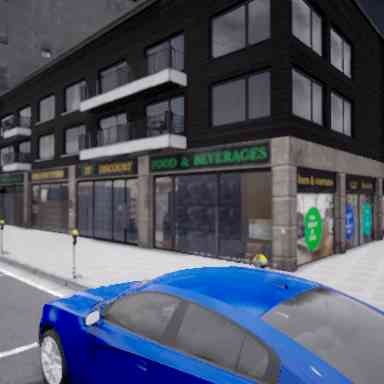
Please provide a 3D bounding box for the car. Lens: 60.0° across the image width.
[{"bbox_3d":[0.159,1.539,3.440,5.008,1.535,1.882,-1,-1,43],"label":"car"}]
